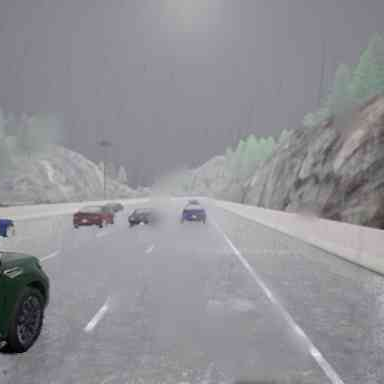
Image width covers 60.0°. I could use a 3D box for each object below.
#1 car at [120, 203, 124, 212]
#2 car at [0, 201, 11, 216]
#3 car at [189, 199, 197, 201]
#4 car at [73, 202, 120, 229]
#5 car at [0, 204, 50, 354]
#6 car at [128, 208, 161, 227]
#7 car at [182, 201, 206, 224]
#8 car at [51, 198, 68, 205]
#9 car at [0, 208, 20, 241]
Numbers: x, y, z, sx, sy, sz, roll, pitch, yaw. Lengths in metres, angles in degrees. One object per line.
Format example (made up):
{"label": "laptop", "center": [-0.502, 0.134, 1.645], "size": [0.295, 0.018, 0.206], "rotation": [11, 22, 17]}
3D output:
{"label": "car", "center": [-10.296, 1.979, 43.773], "size": [1.994, 1.385, 4.181], "rotation": [0, -1, 0]}
{"label": "car", "center": [-21.011, 1.787, 34.310], "size": [1.882, 1.535, 5.008], "rotation": [0, -1, 0]}
{"label": "car", "center": [0.236, 2.065, 57.605], "size": [1.837, 1.490, 4.892], "rotation": [0, -1, 0]}
{"label": "car", "center": [-6.848, 1.701, 23.713], "size": [1.882, 1.535, 5.008], "rotation": [0, 0, 0]}
{"label": "car", "center": [-3.403, 1.249, 3.063], "size": [2.150, 2.045, 5.566], "rotation": [0, 0, 0]}
{"label": "car", "center": [-3.348, 1.837, 24.490], "size": [1.895, 1.301, 4.718], "rotation": [0, -1, 0]}
{"label": "car", "center": [0.163, 1.749, 27.690], "size": [1.882, 1.535, 5.008], "rotation": [0, -1, 0]}
{"label": "car", "center": [-27.833, 2.027, 70.091], "size": [1.994, 1.385, 4.181], "rotation": [0, -1, 0]}
{"label": "car", "center": [-10.367, 1.619, 15.680], "size": [1.882, 1.535, 5.008], "rotation": [0, 0, 0]}
